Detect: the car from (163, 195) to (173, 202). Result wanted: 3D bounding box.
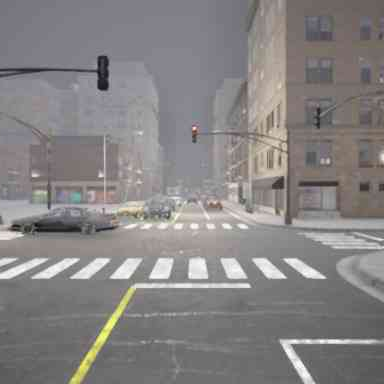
[{"bbox_3d":[-5.348,1.393,74.518,1.752,1.417,4.829,0,0,0],"label":"car"}]

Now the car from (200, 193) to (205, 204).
[{"bbox_3d":[2.662,1.231,46.374,2.192,1.841,5.009,0,0,0],"label":"car"}]

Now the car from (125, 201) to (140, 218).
[{"bbox_3d":[-5.372,1.472,29.223,1.752,1.417,4.829,0,0,0],"label":"car"}]

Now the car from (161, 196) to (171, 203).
[{"bbox_3d":[-5.351,1.459,69.027,1.802,1.307,4.206,0,0,0],"label":"car"}]

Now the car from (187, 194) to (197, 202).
[{"bbox_3d":[0.037,1.231,69.447,2.097,1.767,4.553,0,0,0],"label":"car"}]

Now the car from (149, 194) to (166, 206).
[{"bbox_3d":[-5.360,1.222,52.040,2.192,1.841,5.009,0,0,0],"label":"car"}]

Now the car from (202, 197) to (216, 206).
[{"bbox_3d":[2.665,1.472,52.036,1.947,1.339,4.313,0,0,0],"label":"car"}]

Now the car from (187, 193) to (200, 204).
[{"bbox_3d":[0.032,1.398,59.331,1.837,1.490,4.892,0,0,0],"label":"car"}]

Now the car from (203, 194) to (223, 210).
[{"bbox_3d":[2.659,1.366,40.712,1.967,1.590,4.097,0,0,0],"label":"car"}]

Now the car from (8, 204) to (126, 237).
[{"bbox_3d":[-6.400,1.495,17.160,5.357,1.411,2.033,0,0,0],"label":"car"}]

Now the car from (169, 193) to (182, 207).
[{"bbox_3d":[-2.751,1.133,50.379,2.150,2.045,5.566,0,0,0],"label":"car"}]

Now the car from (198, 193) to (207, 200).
[{"bbox_3d":[2.683,1.162,86.007,2.192,1.841,5.009,0,0,0],"label":"car"}]

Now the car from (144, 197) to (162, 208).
[{"bbox_3d":[-5.363,1.467,46.379,2.008,1.369,4.403,0,0,0],"label":"car"}]

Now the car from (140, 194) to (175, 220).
[{"bbox_3d":[-2.787,1.301,27.713,2.097,1.767,4.553,0,0,-1],"label":"car"}]

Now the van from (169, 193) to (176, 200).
[{"bbox_3d":[-5.339,1.180,91.673,1.690,1.788,3.998,0,0,0],"label":"van"}]

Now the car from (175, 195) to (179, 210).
[{"bbox_3d":[-2.817,1.436,37.965,1.837,1.490,4.892,0,0,0],"label":"car"}]
